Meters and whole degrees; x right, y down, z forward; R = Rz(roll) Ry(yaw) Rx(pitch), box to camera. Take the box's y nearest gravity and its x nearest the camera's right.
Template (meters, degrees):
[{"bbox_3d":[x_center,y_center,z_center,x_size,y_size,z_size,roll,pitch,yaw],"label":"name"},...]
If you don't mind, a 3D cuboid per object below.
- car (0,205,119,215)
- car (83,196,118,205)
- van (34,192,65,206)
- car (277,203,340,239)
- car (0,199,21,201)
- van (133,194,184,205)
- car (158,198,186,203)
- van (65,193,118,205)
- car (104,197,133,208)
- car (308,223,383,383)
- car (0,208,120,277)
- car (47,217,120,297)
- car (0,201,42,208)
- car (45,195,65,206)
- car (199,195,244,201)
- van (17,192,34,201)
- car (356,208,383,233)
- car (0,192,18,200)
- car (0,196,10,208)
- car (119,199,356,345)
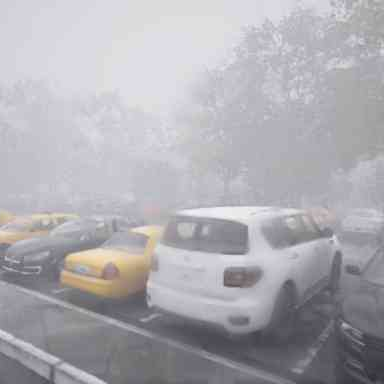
[{"bbox_3d":[-5.389,1.459,11.672,1.946,1.575,5.366,1,0,36],"label":"car"},{"bbox_3d":[-6.524,1.386,28.917,2.163,1.488,4.792,0,0,36],"label":"car"},{"bbox_3d":[-13.198,1.105,33.864,1.878,1.987,4.442,0,0,36],"label":"van"},{"bbox_3d":[6.799,1.512,18.991,1.946,1.575,5.366,1,0,36],"label":"car"},{"bbox_3d":[-11.911,1.378,16.860,1.946,1.575,5.366,1,0,36],"label":"car"},{"bbox_3d":[-2.091,1.171,25.811,1.878,1.987,4.442,1,0,36],"label":"van"},{"bbox_3d":[0.165,1.455,23.996,2.163,1.488,4.792,1,0,36],"label":"car"},{"bbox_3d":[-8.832,1.119,30.420,1.878,1.987,4.442,0,0,36],"label":"van"},{"bbox_3d":[-4.388,1.403,27.367,2.163,1.488,4.792,1,0,36],"label":"car"},{"bbox_3d":[3.713,1.580,5.309,2.097,1.535,5.008,1,0,36],"label":"car"},{"bbox_3d":[-3.029,1.492,10.198,2.231,1.521,4.892,1,0,36],"label":"car"},{"bbox_3d":[-0.676,1.518,8.713,1.946,1.575,5.366,1,0,36],"label":"car"},{"bbox_3d":[-9.981,1.400,15.002,1.946,1.575,5.366,1,0,36],"label":"car"},{"bbox_3d":[-11.021,1.336,32.148,2.097,1.535,5.008,0,0,36],"label":"car"},{"bbox_3d":[2.443,1.204,22.414,2.435,2.045,5.566,1,0,36],"label":"car"},{"bbox_3d":[-15.578,1.100,35.301,1.878,1.987,4.442,0,0,36],"label":"van"},{"bbox_3d":[9.149,1.584,17.513,2.002,1.452,4.674,1,0,36],"label":"car"},{"bbox_3d":[-17.768,1.069,36.999,2.435,2.045,5.566,0,0,36],"label":"car"},{"bbox_3d":[-26.823,1.338,43.602,2.002,1.452,4.674,0,0,36],"label":"car"},{"bbox_3d":[1.481,1.299,6.955,2.435,2.045,5.566,1,0,36],"label":"car"}]
